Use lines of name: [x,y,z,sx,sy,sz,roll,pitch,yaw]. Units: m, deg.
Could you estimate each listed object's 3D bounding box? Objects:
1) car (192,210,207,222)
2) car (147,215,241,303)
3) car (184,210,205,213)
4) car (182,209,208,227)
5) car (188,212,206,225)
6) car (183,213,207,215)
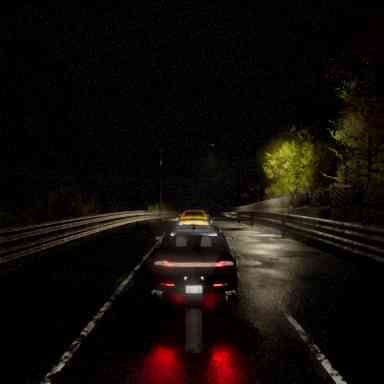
car: [1.029,3.318,45.858,1.882,1.535,5.008,0,-4,3]
car: [0.048,1.560,8.350,2.128,1.511,4.902,0,-1,0]
car: [0.150,1.975,22.981,1.882,1.535,5.008,0,-2,1]
car: [0.307,2.359,30.412,2.128,1.511,4.902,0,-3,1]
car: [0.598,2.842,36.533,1.895,1.301,4.718,0,-4,2]
car: [0.076,1.803,14.587,1.895,1.301,4.718,0,-2,0]
